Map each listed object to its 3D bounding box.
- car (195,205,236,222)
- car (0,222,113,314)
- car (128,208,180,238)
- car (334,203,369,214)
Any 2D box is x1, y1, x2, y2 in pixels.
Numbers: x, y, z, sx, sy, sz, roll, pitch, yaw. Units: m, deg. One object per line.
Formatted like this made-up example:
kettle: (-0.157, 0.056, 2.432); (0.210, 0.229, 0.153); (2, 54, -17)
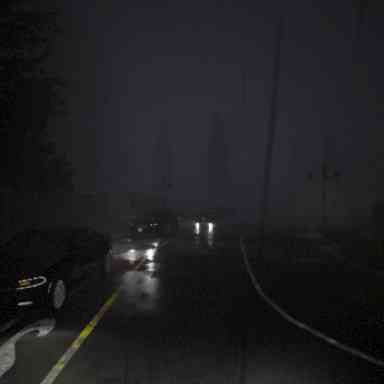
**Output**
car: (2.313, 1.926, 30.689); (2.033, 1.411, 5.357); (-1, -1, 31)
car: (-3.423, 1.579, 8.154); (1.882, 1.535, 5.008); (0, -1, 3)
car: (-2.110, 1.738, 19.665); (2.128, 1.511, 4.902); (0, -1, 14)
car: (20.773, 2.129, 43.185); (4.718, 1.301, 1.895); (1, -1, -29)
